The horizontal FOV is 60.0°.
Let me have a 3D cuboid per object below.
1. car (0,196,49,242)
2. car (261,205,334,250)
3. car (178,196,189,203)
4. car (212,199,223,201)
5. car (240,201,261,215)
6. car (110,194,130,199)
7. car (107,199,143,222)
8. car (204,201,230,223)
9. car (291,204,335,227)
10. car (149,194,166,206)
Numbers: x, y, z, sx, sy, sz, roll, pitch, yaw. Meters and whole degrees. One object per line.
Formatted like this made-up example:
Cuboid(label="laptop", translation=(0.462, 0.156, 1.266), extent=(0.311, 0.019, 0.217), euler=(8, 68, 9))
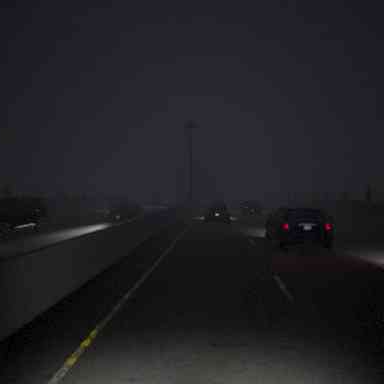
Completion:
Cuboid(label="car", translation=(-9.490, 1.237, 17.020), extent=(2.150, 2.045, 5.566), euler=(0, 0, 5))
Cuboid(label="car", translation=(4.610, 1.404, 14.919), extent=(2.097, 1.767, 4.553), euler=(0, 0, 4))
Cuboid(label="car", translation=(-1.744, 1.574, 68.198), extent=(1.837, 1.490, 4.892), euler=(0, 0, 5))
Cuboid(label="car", translation=(3.330, 1.670, 42.847), extent=(2.163, 1.488, 4.792), euler=(0, 0, 5))
Cuboid(label="car", translation=(6.254, 1.666, 35.572), extent=(1.812, 1.442, 4.674), euler=(0, 0, 5))
Cuboid(label="car", translation=(-10.477, 1.373, 48.058), extent=(2.150, 2.045, 5.566), euler=(0, 0, 5))
Cuboid(label="car", translation=(-5.199, 1.556, 26.659), extent=(2.128, 1.511, 4.902), euler=(0, 0, 5))
Cuboid(label="car", translation=(2.002, 1.649, 26.337), extent=(1.994, 1.385, 4.181), euler=(0, 0, 5))
Cuboid(label="car", translation=(8.901, 1.665, 24.832), extent=(1.994, 1.385, 4.181), euler=(0, 0, 5))
Cuboid(label="car", translation=(-6.023, 1.449, 59.134), extent=(2.150, 2.045, 5.566), euler=(0, 0, 5))
